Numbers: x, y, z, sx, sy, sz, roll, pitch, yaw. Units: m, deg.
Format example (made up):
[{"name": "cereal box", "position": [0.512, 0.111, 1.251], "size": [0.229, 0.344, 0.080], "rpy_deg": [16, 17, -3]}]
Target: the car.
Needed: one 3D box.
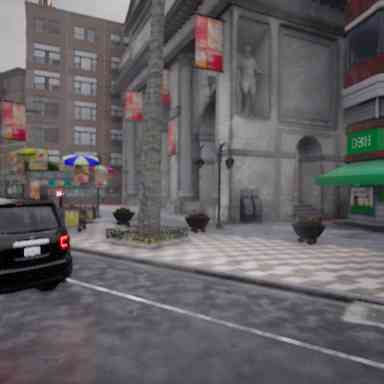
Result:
[{"name": "car", "position": [-5.036, 1.128, 7.534], "size": [5.566, 2.045, 2.150], "rpy_deg": [1, 0, 36]}]
